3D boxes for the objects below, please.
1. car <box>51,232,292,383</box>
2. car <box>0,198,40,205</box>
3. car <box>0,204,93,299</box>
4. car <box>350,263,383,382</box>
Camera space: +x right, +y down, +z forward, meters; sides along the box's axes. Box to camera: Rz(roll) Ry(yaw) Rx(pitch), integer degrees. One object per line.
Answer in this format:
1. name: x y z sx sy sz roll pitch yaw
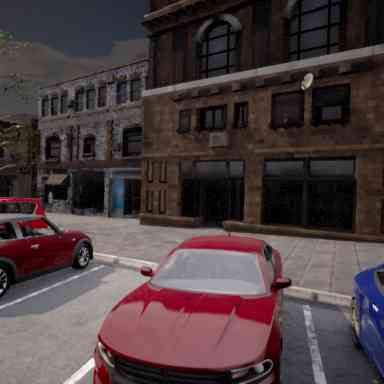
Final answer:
1. car: 0.426 1.477 5.114 2.097 1.535 5.008 1 -1 16
2. car: -6.931 1.201 10.322 2.435 2.045 5.566 1 0 15
3. car: -4.495 1.335 8.579 2.185 1.767 4.553 0 -1 15
4. car: 2.886 1.521 3.353 2.002 1.452 4.674 1 0 16
